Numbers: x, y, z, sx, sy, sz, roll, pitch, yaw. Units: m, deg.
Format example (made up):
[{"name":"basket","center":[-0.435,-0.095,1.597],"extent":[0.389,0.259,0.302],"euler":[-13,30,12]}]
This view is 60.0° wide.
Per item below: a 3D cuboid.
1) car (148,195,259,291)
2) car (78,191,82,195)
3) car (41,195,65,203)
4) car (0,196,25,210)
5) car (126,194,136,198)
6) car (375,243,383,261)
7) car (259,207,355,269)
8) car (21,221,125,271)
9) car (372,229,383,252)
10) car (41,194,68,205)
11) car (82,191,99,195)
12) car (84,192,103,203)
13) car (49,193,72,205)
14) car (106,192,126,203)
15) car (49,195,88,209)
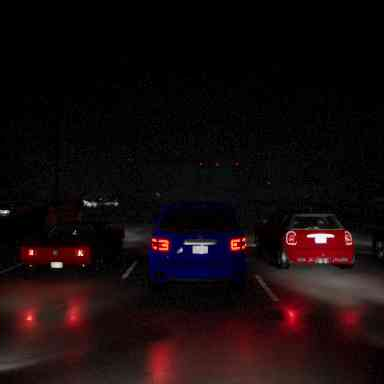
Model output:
[{"name":"car","center":[0.051,1.208,9.136],"extent":[2.150,2.045,5.566],"euler":[0,0,-2]},{"name":"car","center":[-25.259,0.841,77.888],"extent":[2.150,2.045,5.566],"euler":[0,0,-1]},{"name":"car","center":[-25.103,1.268,60.407],"extent":[2.033,1.411,5.357],"euler":[0,0,0]},{"name":"car","center":[-21.443,1.413,39.007],"extent":[1.994,1.385,4.181],"euler":[0,0,-1]},{"name":"car","center":[-14.732,1.171,75.389],"extent":[2.033,1.411,5.357],"euler":[0,0,-1]},{"name":"car","center":[3.596,1.490,2.091],"extent":[2.128,1.511,4.902],"euler":[0,0,0]},{"name":"car","center":[3.516,1.335,11.234],"extent":[2.097,1.767,4.553],"euler":[0,0,0]},{"name":"car","center":[-3.479,1.585,10.776],"extent":[1.895,1.301,4.718],"euler":[0,0,0]},{"name":"car","center":[7.027,1.478,9.334],"extent":[2.128,1.511,4.902],"euler":[0,0,0]},{"name":"car","center":[-17.996,1.369,43.877],"extent":[2.033,1.411,5.357],"euler":[0,0,-1]},{"name":"car","center":[-21.708,0.870,73.103],"extent":[2.150,2.045,5.566],"euler":[0,0,-1]},{"name":"car","center":[-18.134,1.199,62.569],"extent":[2.128,1.511,4.902],"euler":[0,0,0]},{"name":"car","center":[-21.593,1.106,54.867],"extent":[2.097,1.767,4.553],"euler":[0,0,0]},{"name":"car","center":[-14.646,0.929,63.027],"extent":[2.150,2.045,5.566],"euler":[0,0,0]},{"name":"car","center":[-14.448,1.396,39.341],"extent":[2.033,1.411,5.357],"euler":[0,0,-1]}]
